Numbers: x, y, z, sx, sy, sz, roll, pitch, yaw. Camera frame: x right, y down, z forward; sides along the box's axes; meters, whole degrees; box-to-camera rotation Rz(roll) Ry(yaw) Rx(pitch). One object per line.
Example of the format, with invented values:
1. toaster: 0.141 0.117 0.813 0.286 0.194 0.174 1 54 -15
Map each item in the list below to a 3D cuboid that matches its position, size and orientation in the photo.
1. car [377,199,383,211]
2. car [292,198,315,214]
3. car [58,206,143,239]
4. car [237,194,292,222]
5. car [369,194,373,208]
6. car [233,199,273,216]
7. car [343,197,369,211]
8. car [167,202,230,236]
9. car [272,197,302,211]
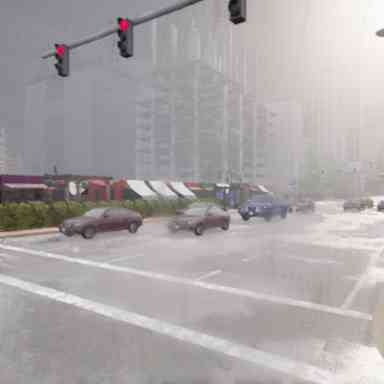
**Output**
1. car: 23.080 1.554 39.164 1.994 1.385 4.181 0 0 34
2. car: 11.506 1.468 34.867 2.128 1.511 4.902 0 0 34
3. car: -4.589 1.497 17.349 1.812 1.442 4.674 0 0 37
4. car: 5.855 1.199 26.537 2.150 2.045 5.566 0 0 34
5. car: 25.138 1.459 48.448 1.882 1.535 5.008 0 0 34
6. car: 6.204 1.461 33.287 2.128 1.511 4.902 0 0 34
7. car: 19.631 1.530 40.310 2.033 1.411 5.357 0 0 34
8. car: 0.529 1.504 18.629 1.812 1.442 4.674 0 0 34
9. car: 12.034 1.460 41.844 2.128 1.511 4.902 0 0 35
